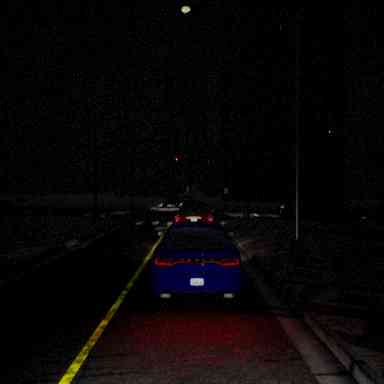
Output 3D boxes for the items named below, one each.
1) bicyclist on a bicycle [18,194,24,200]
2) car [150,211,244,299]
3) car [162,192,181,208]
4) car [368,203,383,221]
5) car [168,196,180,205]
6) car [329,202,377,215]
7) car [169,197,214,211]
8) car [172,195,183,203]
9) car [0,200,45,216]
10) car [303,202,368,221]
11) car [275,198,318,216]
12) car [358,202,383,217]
[{"bbox_3d":[-20.502,1.012,39.724,0.582,1.620,1.656,1,0,0],"label":"bicyclist on a bicycle"},{"bbox_3d":[0.100,1.473,8.500,1.882,1.535,5.008,0,0,0],"label":"car"},{"bbox_3d":[-3.099,1.198,49.296,2.150,2.045,5.566,0,0,0],"label":"car"},{"bbox_3d":[17.944,1.810,28.341,4.829,1.417,1.752,1,-1,0],"label":"car"},{"bbox_3d":[-3.087,1.498,59.127,1.812,1.442,4.674,0,0,1],"label":"car"},{"bbox_3d":[17.782,1.824,36.865,4.403,1.369,2.008,1,-1,0],"label":"car"},{"bbox_3d":[0.118,1.343,17.653,2.097,1.767,4.553,0,0,1],"label":"car"},{"bbox_3d":[-3.018,1.459,69.446,2.128,1.511,4.902,0,0,0],"label":"car"},{"bbox_3d":[-14.777,1.353,28.240,4.403,1.369,2.008,1,-1,0],"label":"car"},{"bbox_3d":[12.131,1.761,28.340,4.313,1.339,1.947,1,-1,0],"label":"car"},{"bbox_3d":[10.948,1.523,34.188,4.553,1.767,2.097,1,0,0],"label":"car"},{"bbox_3d":[19.914,1.835,34.192,4.674,1.442,1.812,1,0,0],"label":"car"}]
